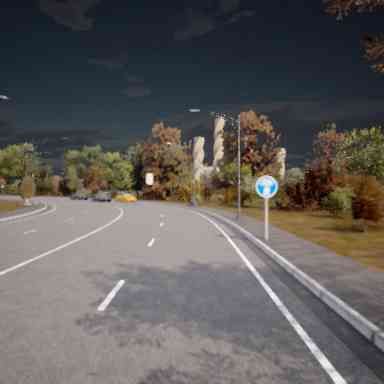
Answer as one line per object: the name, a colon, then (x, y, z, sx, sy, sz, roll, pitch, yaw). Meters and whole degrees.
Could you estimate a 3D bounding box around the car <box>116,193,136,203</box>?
car: (-11.275, 0.977, 56.456, 1.882, 1.535, 5.008, 0, 0, -38)

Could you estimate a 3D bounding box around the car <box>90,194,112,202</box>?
car: (-15.147, 1.024, 55.874, 1.994, 1.385, 4.181, 0, 1, -38)

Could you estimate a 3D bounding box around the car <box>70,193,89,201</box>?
car: (-21.491, 0.879, 63.350, 4.181, 1.385, 1.994, 1, 0, 43)

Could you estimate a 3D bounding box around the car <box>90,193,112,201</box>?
car: (-17.788, 0.961, 64.604, 4.718, 1.301, 1.895, 1, 0, 43)
